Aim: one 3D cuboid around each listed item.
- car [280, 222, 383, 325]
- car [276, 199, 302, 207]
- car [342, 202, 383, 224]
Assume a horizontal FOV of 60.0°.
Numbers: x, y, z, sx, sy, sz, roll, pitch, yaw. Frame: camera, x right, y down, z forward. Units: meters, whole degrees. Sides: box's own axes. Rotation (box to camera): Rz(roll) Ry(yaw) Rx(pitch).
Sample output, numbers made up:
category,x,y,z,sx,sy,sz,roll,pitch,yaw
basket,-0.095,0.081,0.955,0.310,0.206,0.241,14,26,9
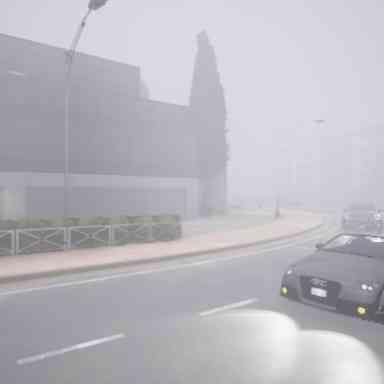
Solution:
category,x,y,z,sx,sy,sz,roll,pitch,yaw
car,3.747,1.585,7.146,4.181,1.385,1.994,0,0,-40
car,16.154,1.737,55.330,1.895,1.301,4.718,0,0,-21
car,10.682,1.414,20.904,2.097,1.767,4.553,0,0,27
